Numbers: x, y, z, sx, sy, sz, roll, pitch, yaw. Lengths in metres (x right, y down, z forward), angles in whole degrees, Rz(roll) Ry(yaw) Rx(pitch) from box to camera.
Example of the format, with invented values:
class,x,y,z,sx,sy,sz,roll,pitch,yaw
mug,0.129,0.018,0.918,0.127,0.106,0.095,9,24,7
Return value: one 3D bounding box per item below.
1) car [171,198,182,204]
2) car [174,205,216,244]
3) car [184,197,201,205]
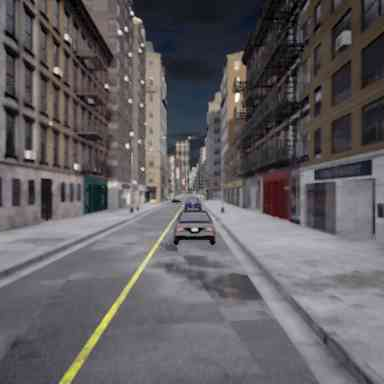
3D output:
class,x,y,z,sx,sy,sz,roll,pitch,yaw
car,-2.974,1.726,64.216,1.895,1.301,4.718,0,0,0
car,0.108,1.554,15.816,2.033,1.411,5.357,0,0,0
car,0.124,1.408,42.343,2.097,1.767,4.553,0,0,0
